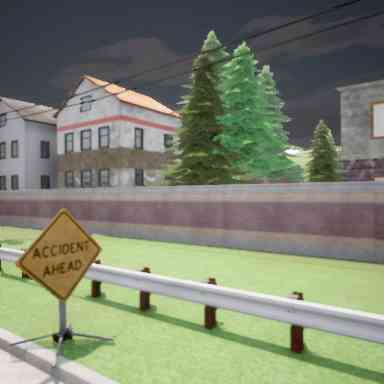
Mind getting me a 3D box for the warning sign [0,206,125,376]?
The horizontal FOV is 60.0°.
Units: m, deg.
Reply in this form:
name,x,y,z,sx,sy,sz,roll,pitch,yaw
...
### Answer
name,x,y,z,sx,sy,sz,roll,pitch,yaw
warning sign,-1.790,1.152,4.591,1.060,1.860,1.300,-1,0,35
